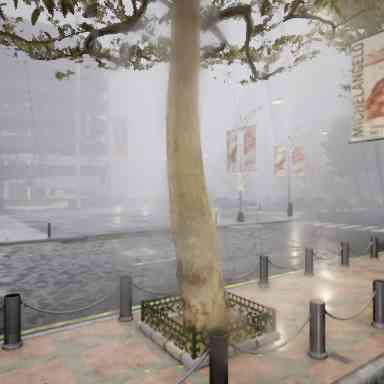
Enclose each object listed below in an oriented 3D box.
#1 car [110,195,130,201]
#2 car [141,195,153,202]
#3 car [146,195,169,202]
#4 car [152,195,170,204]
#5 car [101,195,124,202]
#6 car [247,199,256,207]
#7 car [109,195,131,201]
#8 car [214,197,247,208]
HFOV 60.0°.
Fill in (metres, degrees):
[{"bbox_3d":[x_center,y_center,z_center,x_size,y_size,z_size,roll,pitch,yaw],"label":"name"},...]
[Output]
[{"bbox_3d":[-14.509,1.402,72.688,5.357,1.411,2.033,0,0,22],"label":"car"},{"bbox_3d":[-8.987,1.468,73.888,5.008,1.535,1.882,0,0,30],"label":"car"},{"bbox_3d":[-7.966,1.515,77.300,4.902,1.511,2.128,0,0,26],"label":"car"},{"bbox_3d":[-4.434,1.539,61.281,2.033,1.411,5.357,0,0,-44],"label":"car"},{"bbox_3d":[-18.523,1.419,77.742,5.008,1.535,1.882,0,0,12],"label":"car"},{"bbox_3d":[7.726,1.554,50.999,1.994,1.385,4.181,0,0,-36],"label":"car"},{"bbox_3d":[-17.563,1.431,81.108,4.892,1.490,1.837,0,0,12],"label":"car"},{"bbox_3d":[5.224,1.496,48.483,1.837,1.490,4.892,0,0,-36],"label":"car"}]
